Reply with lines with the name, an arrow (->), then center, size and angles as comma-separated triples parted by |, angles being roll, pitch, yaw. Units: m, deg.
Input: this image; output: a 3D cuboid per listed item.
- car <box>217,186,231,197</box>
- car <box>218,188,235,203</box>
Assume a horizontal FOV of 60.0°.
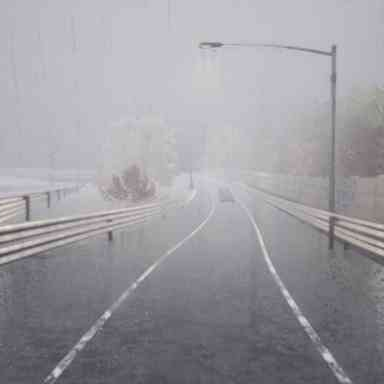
car -> 5.312, -0.044, 55.766 | 2.033, 1.411, 5.357 | 0, 5, 1
car -> 4.798, 0.671, 45.304 | 2.033, 1.411, 5.357 | 1, 3, 3
